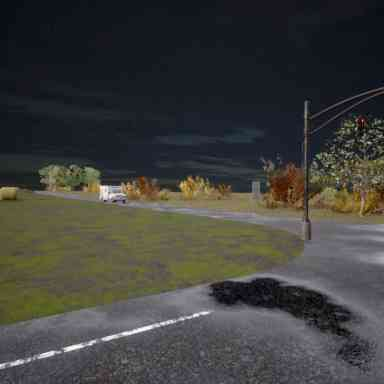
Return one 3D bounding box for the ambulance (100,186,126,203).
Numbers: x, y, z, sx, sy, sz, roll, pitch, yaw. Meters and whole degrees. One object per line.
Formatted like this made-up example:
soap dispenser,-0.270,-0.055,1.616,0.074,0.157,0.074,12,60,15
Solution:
ambulance,-11.912,0.341,50.044,2.351,2.431,6.366,2,0,-32
